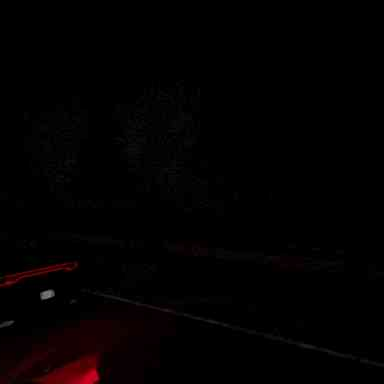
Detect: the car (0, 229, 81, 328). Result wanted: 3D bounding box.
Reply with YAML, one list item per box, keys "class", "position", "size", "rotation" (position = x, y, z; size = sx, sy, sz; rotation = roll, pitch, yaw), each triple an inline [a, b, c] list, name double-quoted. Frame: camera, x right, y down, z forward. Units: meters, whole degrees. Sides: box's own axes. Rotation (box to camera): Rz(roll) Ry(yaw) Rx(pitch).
- class: "car"
  position: [-4.374, 1.464, 6.566]
  size: [5.008, 1.535, 1.882]
  rotation: [0, 0, 32]
